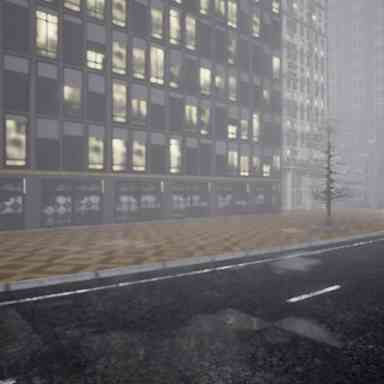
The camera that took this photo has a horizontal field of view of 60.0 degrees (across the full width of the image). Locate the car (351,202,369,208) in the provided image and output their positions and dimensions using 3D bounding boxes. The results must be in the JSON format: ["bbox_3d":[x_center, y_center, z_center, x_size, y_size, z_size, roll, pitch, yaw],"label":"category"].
[{"bbox_3d":[30.878,2.338,61.871,1.802,1.307,4.206,0,0,-39],"label":"car"}]

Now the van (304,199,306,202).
[{"bbox_3d":[26.728,1.975,80.459,1.690,1.788,3.998,0,0,-39],"label":"van"}]

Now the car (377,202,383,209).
[{"bbox_3d":[34.447,2.356,57.445,1.947,1.339,4.313,0,0,-39],"label":"car"}]
